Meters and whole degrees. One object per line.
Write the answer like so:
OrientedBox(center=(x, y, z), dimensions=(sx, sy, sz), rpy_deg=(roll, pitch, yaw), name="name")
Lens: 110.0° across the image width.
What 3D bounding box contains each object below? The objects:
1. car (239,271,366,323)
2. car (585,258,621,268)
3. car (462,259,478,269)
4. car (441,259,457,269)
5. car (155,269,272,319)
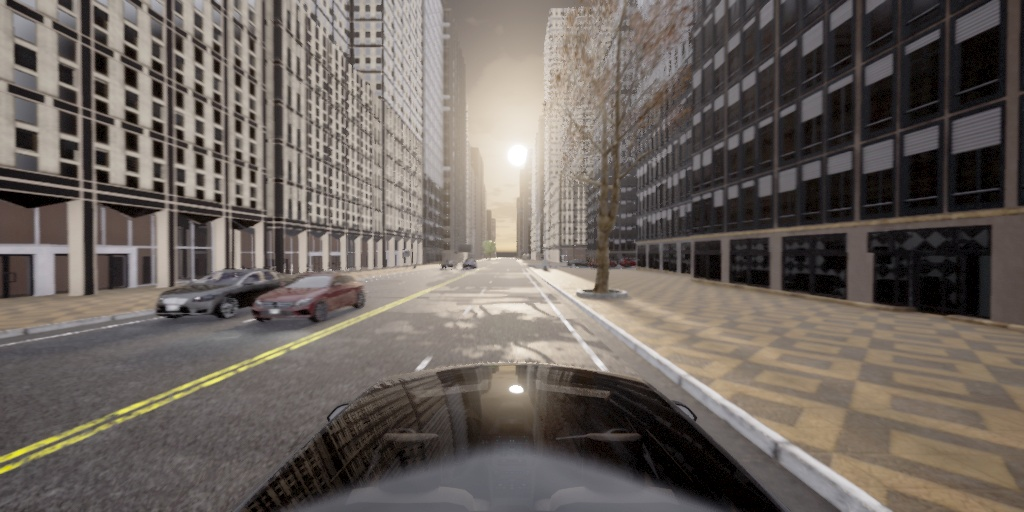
OrientedBox(center=(-6.600, 1.276, 12.293), dimensions=(1.812, 1.442, 4.674), rpy_deg=(0, 0, 0), name="car")
OrientedBox(center=(15.970, 1.204, 63.260), dimensions=(5.009, 1.841, 2.192), rpy_deg=(0, 0, 3), name="car")
OrientedBox(center=(-6.518, 1.199, 56.150), dimensions=(2.097, 1.767, 4.553), rpy_deg=(0, 0, 0), name="car")
OrientedBox(center=(-9.768, 1.307, 56.119), dimensions=(1.882, 1.535, 5.008), rpy_deg=(0, 0, 0), name="car")
OrientedBox(center=(-9.850, 1.242, 12.867), dimensions=(2.128, 1.511, 4.902), rpy_deg=(0, 0, 0), name="car")
